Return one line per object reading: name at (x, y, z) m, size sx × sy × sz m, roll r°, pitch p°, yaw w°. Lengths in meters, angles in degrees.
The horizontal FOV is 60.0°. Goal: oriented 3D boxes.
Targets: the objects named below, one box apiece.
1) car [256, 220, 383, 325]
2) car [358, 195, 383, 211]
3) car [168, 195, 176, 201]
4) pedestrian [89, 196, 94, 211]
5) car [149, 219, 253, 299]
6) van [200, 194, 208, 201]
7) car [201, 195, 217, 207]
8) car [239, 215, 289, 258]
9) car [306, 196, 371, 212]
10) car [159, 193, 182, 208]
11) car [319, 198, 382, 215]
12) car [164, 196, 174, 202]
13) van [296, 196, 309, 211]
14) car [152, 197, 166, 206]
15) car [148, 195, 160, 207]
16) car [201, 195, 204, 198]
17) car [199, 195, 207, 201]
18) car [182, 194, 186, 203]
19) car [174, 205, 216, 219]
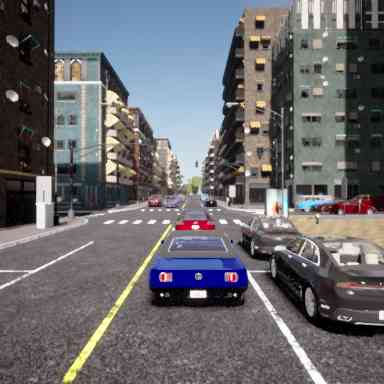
car at (2.854, 1.552, 6.998) m, size 2.008 × 1.369 × 4.403 m, roll 1°, pitch 0°, yaw 0°
car at (19.415, 1.224, 37.486) m, size 5.009 × 1.841 × 2.192 m, roll 0°, pitch 0°, yaw 1°
car at (-5.381, 1.595, 89.826) m, size 1.947 × 1.339 × 4.313 m, roll 1°, pitch 0°, yaw 0°
pedestrian at (-12.393, 1.344, 40.777) m, size 0.375 × 1.860 × 0.375 m, roll 0°, pitch 0°, yaw 1°
car at (0.127, 1.603, 8.386) m, size 1.895 × 1.301 × 4.718 m, roll 0°, pitch 0°, yaw 0°
van at (2.965, 1.366, 78.617) m, size 1.690 × 1.788 × 3.998 m, roll 1°, pitch 0°, yaw 0°
car at (2.869, 1.580, 50.761) m, size 1.947 × 1.339 × 4.313 m, roll 1°, pitch 0°, yaw 0°
car at (2.872, 1.554, 12.568) m, size 2.008 × 1.369 × 4.403 m, roll 1°, pitch 0°, yaw 0°
car at (15.289, 1.450, 34.946) m, size 5.357 × 1.411 × 2.033 m, roll 0°, pitch -1°, yaw 1°
car at (-2.995, 1.366, 47.877) m, size 2.097 × 1.767 × 4.553 m, roll 0°, pitch 0°, yaw 2°
car at (13.800, 1.410, 29.163) m, size 4.206 × 1.307 × 1.802 m, roll 0°, pitch 0°, yaw 1°
car at (-5.417, 1.591, 78.684) m, size 1.947 × 1.339 × 4.313 m, roll 1°, pitch 0°, yaw 0°
van at (13.888, 1.293, 37.544) m, size 3.998 × 1.788 × 1.690 m, roll 0°, pitch 0°, yaw 1°
car at (-5.492, 1.561, 56.400) m, size 1.887 × 1.381 × 4.507 m, roll 1°, pitch 0°, yaw 0°
car at (-5.507, 1.330, 50.829) m, size 2.192 × 1.841 × 5.009 m, roll 1°, pitch 0°, yaw 0°
car at (2.888, 1.598, 56.332) m, size 1.802 × 1.307 × 4.206 m, roll 1°, pitch 0°, yaw 0°
car at (3.000, 1.574, 89.758) m, size 1.887 × 1.381 × 4.507 m, roll 1°, pitch 0°, yaw 0°
car at (-2.775, 1.569, 68.896) m, size 2.033 × 1.411 × 5.357 m, roll 0°, pitch 0°, yaw 0°
car at (0.152, 1.568, 17.249) m, size 1.994 × 1.385 × 4.181 m, roll 0°, pitch 0°, yaw 0°
